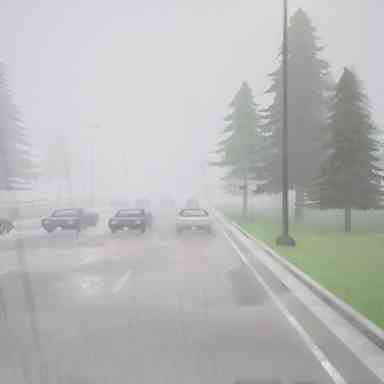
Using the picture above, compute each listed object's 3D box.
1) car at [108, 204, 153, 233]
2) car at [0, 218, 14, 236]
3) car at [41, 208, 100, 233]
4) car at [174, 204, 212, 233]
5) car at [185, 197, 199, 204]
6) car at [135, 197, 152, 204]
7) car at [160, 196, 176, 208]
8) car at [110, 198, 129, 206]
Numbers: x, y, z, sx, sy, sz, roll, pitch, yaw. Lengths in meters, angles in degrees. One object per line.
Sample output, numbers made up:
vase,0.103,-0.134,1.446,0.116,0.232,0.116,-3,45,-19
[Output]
car,-3.393,1.591,19.390,1.895,1.301,4.718,0,0,0
car,-10.395,1.540,15.280,2.033,1.411,5.357,0,0,0
car,-6.893,1.591,19.459,1.895,1.301,4.718,0,0,0
car,0.107,1.591,19.439,1.895,1.301,4.718,0,0,0
car,0.019,1.469,48.111,2.128,1.511,4.902,0,0,0
car,-6.982,1.469,48.115,2.128,1.511,4.902,0,0,0
car,-3.482,1.327,48.464,2.097,1.767,4.553,0,0,0
car,-10.483,1.577,48.330,1.895,1.301,4.718,0,0,0
